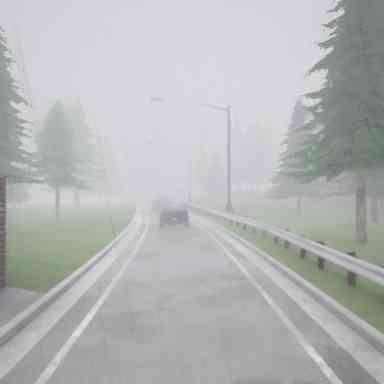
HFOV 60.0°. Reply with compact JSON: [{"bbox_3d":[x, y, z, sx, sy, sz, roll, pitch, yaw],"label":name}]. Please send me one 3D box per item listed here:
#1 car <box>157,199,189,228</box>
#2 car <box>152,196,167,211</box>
[{"bbox_3d":[-1.292,1.510,22.663,1.882,1.535,5.008,0,0,-6],"label":"car"},{"bbox_3d":[-3.876,1.412,41.381,2.097,1.767,4.553,0,0,-9],"label":"car"}]
